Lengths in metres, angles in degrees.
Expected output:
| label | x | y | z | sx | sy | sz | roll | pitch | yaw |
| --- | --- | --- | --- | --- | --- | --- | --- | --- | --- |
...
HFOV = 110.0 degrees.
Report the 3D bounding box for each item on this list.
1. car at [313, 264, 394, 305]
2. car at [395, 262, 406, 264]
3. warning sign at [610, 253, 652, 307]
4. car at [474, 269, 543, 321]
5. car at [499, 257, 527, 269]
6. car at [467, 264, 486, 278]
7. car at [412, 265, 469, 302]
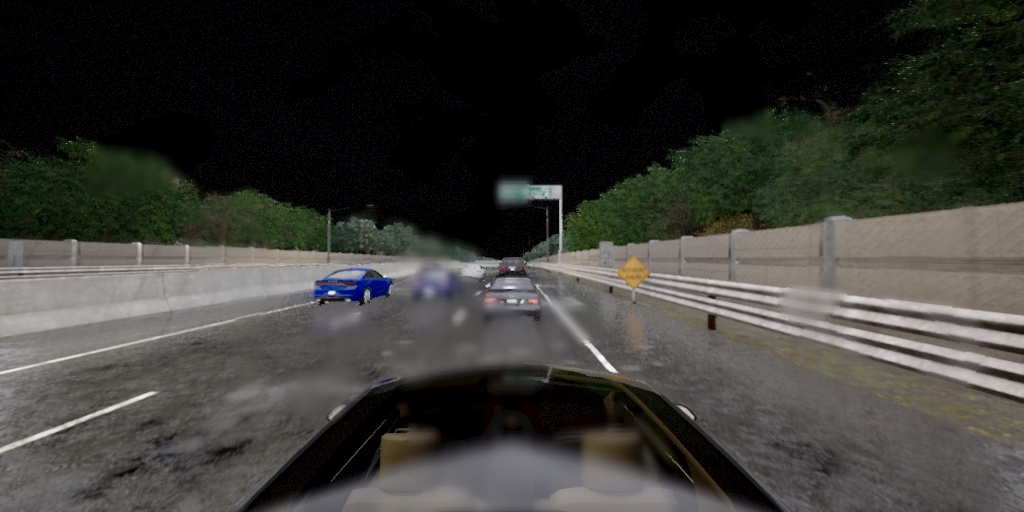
| label | x | y | z | sx | sy | sz | roll | pitch | yaw |
| --- | --- | --- | --- | --- | --- | --- | --- | --- | --- |
| car | -6.928 | 1.279 | 16.268 | 1.882 | 1.535 | 5.008 | 0 | 0 | 0 |
| car | -17.555 | 1.726 | 55.807 | 1.837 | 1.490 | 4.892 | 0 | -1 | 0 |
| warning sign | 4.551 | 0.900 | 13.397 | 1.300 | 1.860 | 1.060 | 0 | 0 | 0 |
| car | 0.046 | 1.329 | 12.478 | 2.033 | 1.411 | 5.357 | 0 | 0 | 0 |
| car | 0.072 | 1.147 | 30.381 | 2.150 | 2.045 | 5.566 | 0 | 0 | 0 |
| car | -3.419 | 1.471 | 32.379 | 1.812 | 1.442 | 4.674 | 0 | -1 | 0 |
| car | -3.423 | 1.333 | 17.196 | 1.812 | 1.442 | 4.674 | 0 | 0 | 0 |
